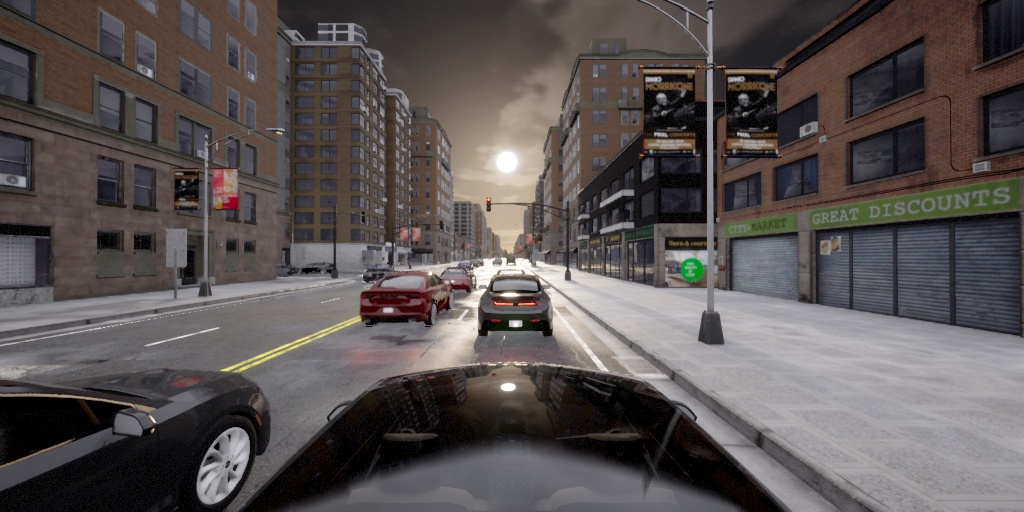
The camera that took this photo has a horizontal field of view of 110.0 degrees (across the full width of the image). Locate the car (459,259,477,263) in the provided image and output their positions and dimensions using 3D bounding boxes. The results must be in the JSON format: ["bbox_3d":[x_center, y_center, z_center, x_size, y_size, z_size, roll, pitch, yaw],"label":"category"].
[{"bbox_3d":[-6.727,1.297,52.355,1.812,1.442,4.674,0,0,2],"label":"car"}]

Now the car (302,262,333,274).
[{"bbox_3d":[-22.255,1.348,40.745,4.313,1.339,1.948,0,0,0],"label":"car"}]

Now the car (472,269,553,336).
[{"bbox_3d":[0.077,1.256,10.369,1.837,1.490,4.892,0,0,0],"label":"car"}]

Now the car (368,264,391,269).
[{"bbox_3d":[-10.139,1.319,27.970,1.994,1.385,4.181,0,0,-11],"label":"car"}]

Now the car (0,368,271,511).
[{"bbox_3d":[-3.147,1.255,1.348,1.837,1.490,4.892,0,0,0],"label":"car"}]

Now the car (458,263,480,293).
[{"bbox_3d":[-3.199,1.317,21.017,1.994,1.385,4.181,0,0,-1],"label":"car"}]

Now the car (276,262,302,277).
[{"bbox_3d":[-23.554,1.316,35.266,4.181,1.385,1.994,0,0,0],"label":"car"}]

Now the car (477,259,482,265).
[{"bbox_3d":[-6.739,1.283,62.341,1.837,1.490,4.892,0,0,0],"label":"car"}]

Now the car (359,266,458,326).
[{"bbox_3d":[-3.178,1.229,11.663,1.882,1.535,5.008,0,0,0],"label":"car"}]
